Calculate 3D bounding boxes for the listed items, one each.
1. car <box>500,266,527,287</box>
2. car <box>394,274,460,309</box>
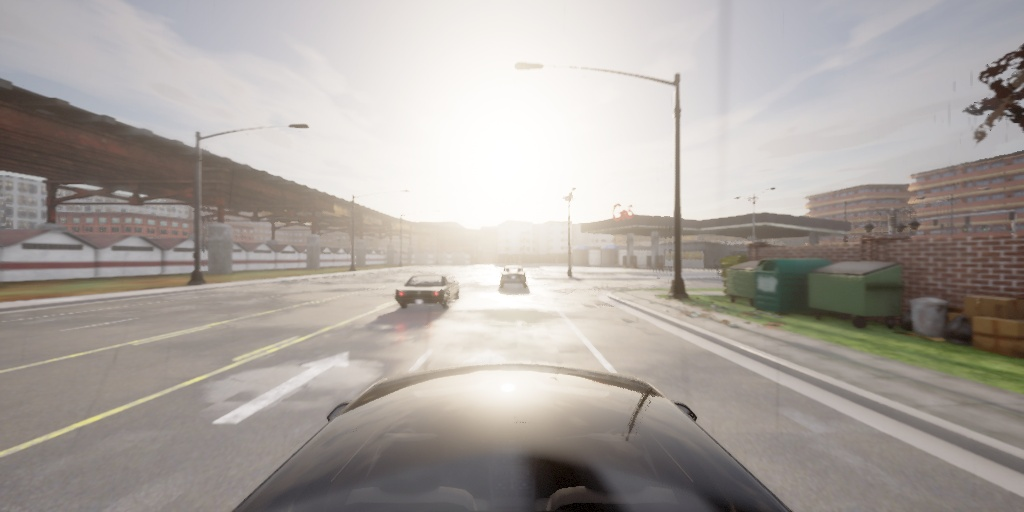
[{"bbox_3d":[0.102,1.413,25.390,2.033,1.411,5.357,0,0,0],"label":"car"},{"bbox_3d":[-3.398,1.420,15.388,1.895,1.301,4.718,0,0,0],"label":"car"}]
